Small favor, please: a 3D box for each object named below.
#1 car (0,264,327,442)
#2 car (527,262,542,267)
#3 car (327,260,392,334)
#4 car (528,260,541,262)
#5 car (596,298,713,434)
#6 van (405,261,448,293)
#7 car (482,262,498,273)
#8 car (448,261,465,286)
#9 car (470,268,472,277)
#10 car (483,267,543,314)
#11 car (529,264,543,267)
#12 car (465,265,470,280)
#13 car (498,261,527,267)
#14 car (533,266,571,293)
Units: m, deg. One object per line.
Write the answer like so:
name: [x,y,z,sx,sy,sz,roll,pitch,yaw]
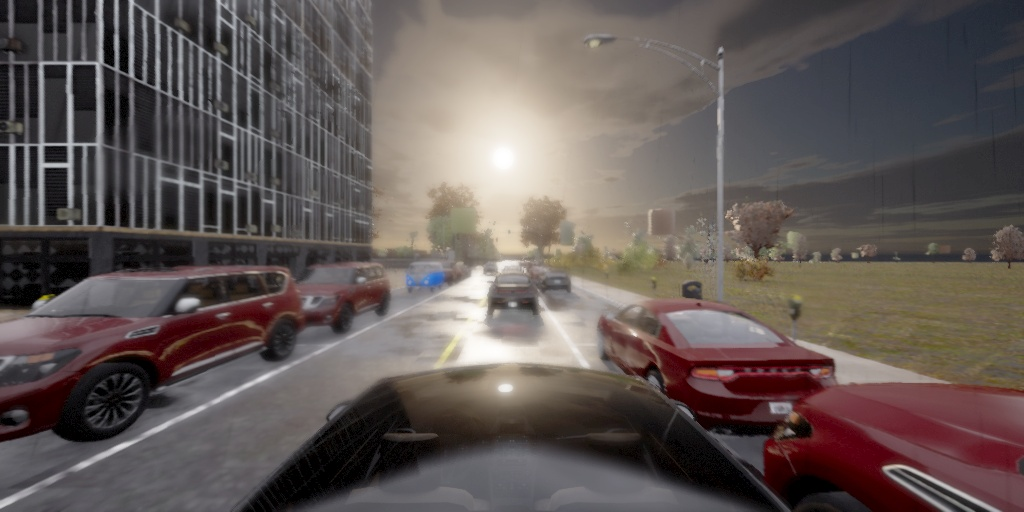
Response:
car: [-5.315,1.098,5.564,2.192,1.841,5.009,0,0,0]
car: [2.586,1.591,34.547,1.888,1.381,4.507,0,0,0]
car: [-5.314,1.147,11.112,2.192,1.841,5.009,0,0,0]
car: [2.702,1.442,43.183,2.192,1.841,5.009,0,0,0]
car: [2.566,1.329,5.624,1.888,1.381,4.507,0,0,0]
van: [-5.312,1.273,22.207,1.690,1.789,3.998,0,0,0]
car: [-2.788,1.669,47.067,1.837,1.490,4.892,0,-1,1]
car: [-5.311,1.298,27.754,2.192,1.841,5.009,0,0,0]
car: [-5.381,1.652,38.844,1.948,1.339,4.313,0,0,0]
car: [0.050,1.367,14.290,1.837,1.490,4.892,0,0,1]
car: [2.570,1.529,27.787,1.888,1.381,4.507,0,0,0]
car: [-5.310,1.580,33.301,1.888,1.381,4.507,0,0,0]
car: [0.064,1.486,30.545,1.882,1.535,5.008,0,0,1]
car: [2.569,1.498,22.247,1.948,1.339,4.313,0,0,0]
